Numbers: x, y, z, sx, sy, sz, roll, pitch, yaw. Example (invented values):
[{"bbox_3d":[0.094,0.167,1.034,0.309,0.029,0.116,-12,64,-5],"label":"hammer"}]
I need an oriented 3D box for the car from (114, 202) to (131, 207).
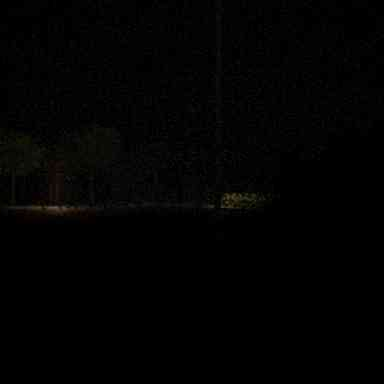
[{"bbox_3d":[-18.999,3.314,91.155,1.895,1.301,4.718,3,1,35],"label":"car"}]
